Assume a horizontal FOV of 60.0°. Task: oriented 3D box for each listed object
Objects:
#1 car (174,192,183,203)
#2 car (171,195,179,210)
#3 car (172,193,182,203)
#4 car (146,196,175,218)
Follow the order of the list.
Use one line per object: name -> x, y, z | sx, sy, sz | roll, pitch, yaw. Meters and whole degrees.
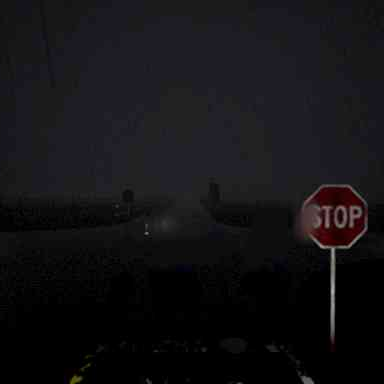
car -> -2.864, 1.072, 63.870 | 2.150, 2.045, 5.566 | 0, 0, 0
car -> -2.902, 1.434, 39.754 | 1.837, 1.490, 4.892 | 0, 0, 0
car -> -2.908, 1.372, 50.208 | 1.882, 1.535, 5.008 | 0, 0, 0
car -> -2.925, 1.433, 30.059 | 1.882, 1.535, 5.008 | 0, 0, 1
